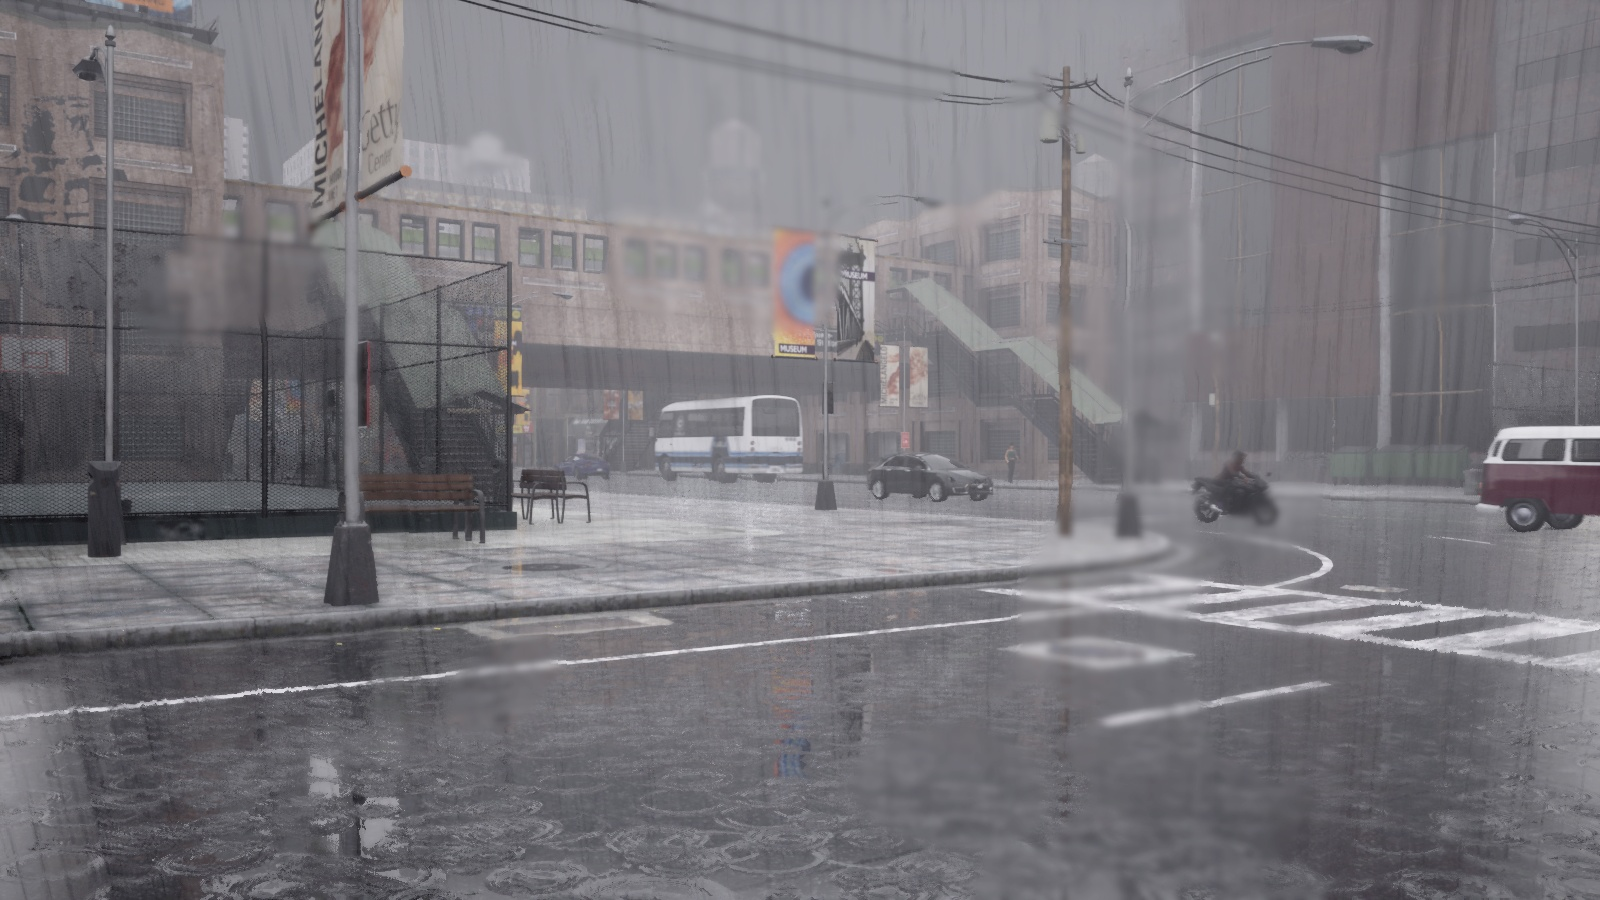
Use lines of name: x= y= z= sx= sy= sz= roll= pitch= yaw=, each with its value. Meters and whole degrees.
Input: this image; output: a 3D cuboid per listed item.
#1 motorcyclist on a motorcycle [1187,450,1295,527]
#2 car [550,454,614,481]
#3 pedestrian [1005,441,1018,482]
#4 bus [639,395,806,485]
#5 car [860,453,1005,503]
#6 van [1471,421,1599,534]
motorcyclist on a motorcycle: x=9.125 y=0.771 z=26.050 sx=0.797 sy=1.523 sz=2.044 roll=0 pitch=0 yaw=-34
car: x=-12.250 y=0.969 z=70.402 sx=1.812 sy=1.442 sz=4.674 roll=0 pitch=0 yaw=-34
pedestrian: x=9.671 y=0.521 z=57.361 sx=0.345 sy=1.836 sz=0.594 roll=0 pitch=0 yaw=-15
bus: x=-4.189 y=-0.465 z=64.583 sx=3.944 sy=4.253 sz=10.273 roll=0 pitch=0 yaw=-34
car: x=4.105 y=0.838 z=39.729 sx=1.837 sy=1.490 sz=4.892 roll=0 pitch=0 yaw=-34
van: x=15.226 y=0.493 z=23.272 sx=2.069 sy=2.038 sz=4.480 roll=0 pitch=0 yaw=-34
